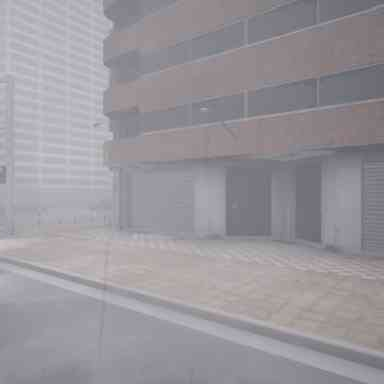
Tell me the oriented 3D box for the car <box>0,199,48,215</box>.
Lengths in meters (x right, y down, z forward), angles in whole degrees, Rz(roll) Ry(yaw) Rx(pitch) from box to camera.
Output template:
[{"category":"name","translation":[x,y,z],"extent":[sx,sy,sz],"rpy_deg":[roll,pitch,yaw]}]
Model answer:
[{"category":"car","translation":[-16.770,1.505,32.710],"extent":[1.837,1.490,4.892],"rpy_deg":[0,0,37]}]

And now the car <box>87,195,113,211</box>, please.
[{"category":"car","translation":[-10.519,1.504,40.962],"extent":[1.837,1.490,4.892],"rpy_deg":[0,0,37]}]
